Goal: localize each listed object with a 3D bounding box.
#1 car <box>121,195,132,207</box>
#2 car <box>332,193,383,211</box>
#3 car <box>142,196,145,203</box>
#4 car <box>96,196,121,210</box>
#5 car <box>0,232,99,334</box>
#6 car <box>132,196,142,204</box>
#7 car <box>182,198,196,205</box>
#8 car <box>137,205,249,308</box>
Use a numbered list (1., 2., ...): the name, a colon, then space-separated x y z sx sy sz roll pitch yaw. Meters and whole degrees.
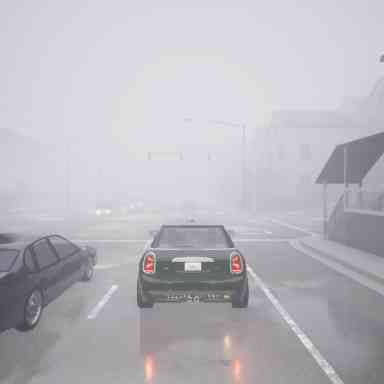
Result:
1. car: -11.125 1.352 51.828 2.097 1.767 4.553 0 0 -1
2. car: 14.110 0.954 27.907 4.674 1.442 1.812 -15 0 -2
3. car: -11.244 1.521 72.170 2.128 1.511 4.902 0 0 -1
4. car: -11.042 1.564 43.173 1.994 1.385 4.181 0 0 -1
5. car: -3.488 1.547 6.798 2.033 1.411 5.357 0 0 0
6. car: -11.198 1.491 61.897 2.128 1.511 4.902 0 0 0
7. car: -0.411 1.525 47.230 1.812 1.442 4.674 0 0 0
8. car: 0.003 1.352 8.080 2.097 1.767 4.553 0 0 0
